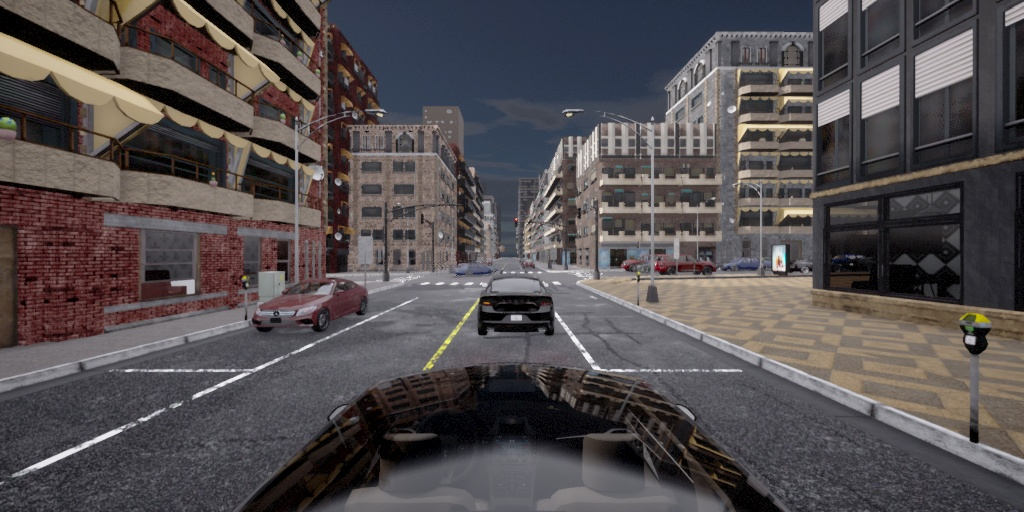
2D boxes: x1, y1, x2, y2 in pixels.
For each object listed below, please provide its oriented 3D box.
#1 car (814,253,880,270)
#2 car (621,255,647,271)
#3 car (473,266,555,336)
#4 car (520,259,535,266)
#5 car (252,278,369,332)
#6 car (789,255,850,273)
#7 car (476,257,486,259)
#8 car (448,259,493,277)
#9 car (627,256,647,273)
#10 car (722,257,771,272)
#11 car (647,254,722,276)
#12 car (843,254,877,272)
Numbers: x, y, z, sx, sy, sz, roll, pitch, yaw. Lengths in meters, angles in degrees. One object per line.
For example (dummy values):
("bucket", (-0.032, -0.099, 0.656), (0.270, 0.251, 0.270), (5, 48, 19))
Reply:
("car", (34.277, 0.558, 36.733), (5.008, 1.535, 1.882), (-1, 0, 0))
("car", (14.575, 0.759, 39.164), (5.009, 1.841, 2.192), (0, 0, 0))
("car", (0.099, 1.226, 10.465), (1.882, 1.535, 5.008), (0, 0, 0))
("car", (2.691, 1.200, 58.513), (1.967, 1.591, 4.097), (0, 0, 0))
("car", (-5.742, 1.331, 10.806), (1.802, 1.307, 4.207), (0, 0, 0))
("car", (25.803, 0.818, 30.881), (4.313, 1.339, 1.948), (0, 0, 0))
("car", (-5.689, 1.285, 58.342), (1.751, 1.417, 4.829), (0, 0, 0))
("car", (-3.797, 1.337, 36.435), (5.357, 1.411, 2.033), (-1, 0, -39))
("car", (14.446, 1.016, 36.572), (4.181, 1.385, 1.994), (-1, 0, -1))
("car", (23.841, 0.824, 36.654), (5.357, 1.411, 2.033), (-1, 0, -1))
("car", (14.710, 0.774, 30.785), (5.009, 1.841, 2.192), (0, 0, 0))
("car", (31.351, 0.714, 30.930), (4.313, 1.339, 1.948), (0, 0, 0))
